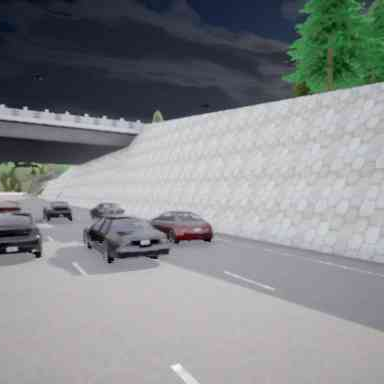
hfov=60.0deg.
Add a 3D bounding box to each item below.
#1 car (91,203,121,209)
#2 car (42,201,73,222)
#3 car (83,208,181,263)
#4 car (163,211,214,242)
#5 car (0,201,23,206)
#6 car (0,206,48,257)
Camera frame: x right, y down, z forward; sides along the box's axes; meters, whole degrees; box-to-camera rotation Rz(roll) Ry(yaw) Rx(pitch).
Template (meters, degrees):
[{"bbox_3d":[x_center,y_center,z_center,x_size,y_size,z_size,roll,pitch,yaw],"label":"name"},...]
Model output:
[{"bbox_3d":[-6.906,1.574,26.983,2.033,1.411,5.357,0,0,-29],"label":"car"},{"bbox_3d":[-11.014,1.527,27.198,1.837,1.490,4.892,0,0,-29],"label":"car"},{"bbox_3d":[-2.606,1.560,12.193,2.033,1.411,5.357,0,0,-29],"label":"car"},{"bbox_3d":[-0.712,1.584,16.017,1.994,1.385,4.181,0,0,-29],"label":"car"},{"bbox_3d":[-14.635,1.493,26.507,1.882,1.535,5.008,0,0,-29],"label":"car"},{"bbox_3d":[-6.719,1.514,12.415,1.837,1.490,4.892,0,0,-29],"label":"car"}]
